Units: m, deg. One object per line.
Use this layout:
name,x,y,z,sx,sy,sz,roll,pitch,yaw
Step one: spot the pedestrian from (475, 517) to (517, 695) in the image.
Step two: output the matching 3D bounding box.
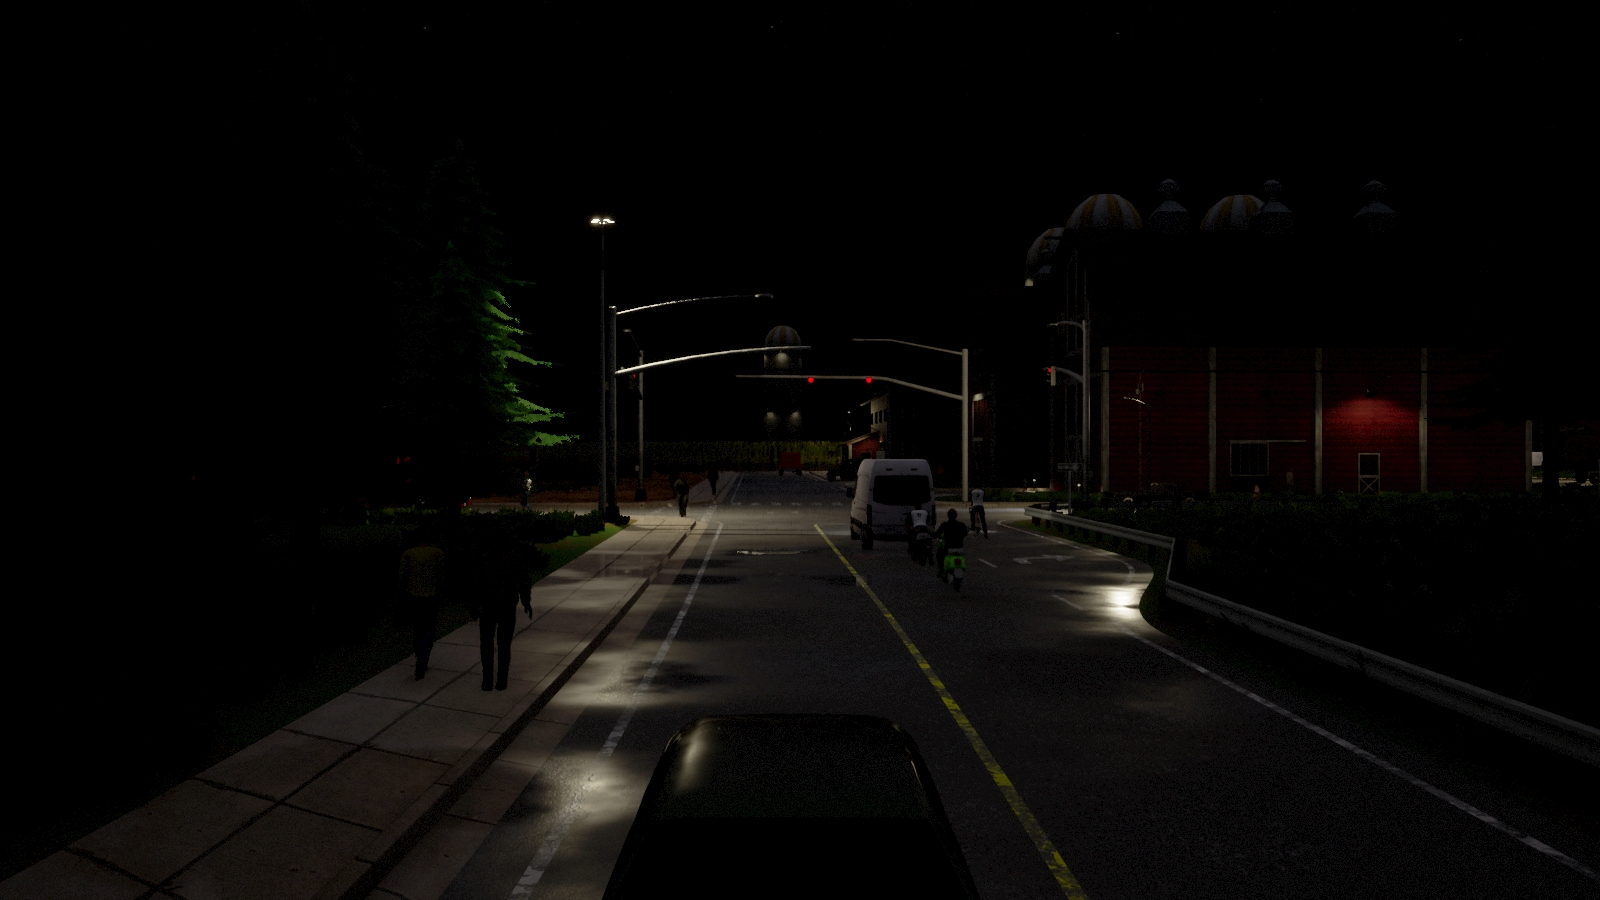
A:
pedestrian,-3.274,1.669,12.331,0.375,1.860,0.375,0,0,-5

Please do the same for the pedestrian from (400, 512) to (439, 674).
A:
pedestrian,-4.491,1.670,13.480,0.375,1.860,0.375,0,0,-8

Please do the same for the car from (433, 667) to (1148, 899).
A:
car,-0.032,1.973,4.130,1.851,1.617,3.988,0,0,0

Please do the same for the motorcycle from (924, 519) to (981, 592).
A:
motorcycle,3.071,2.115,23.172,0.856,1.316,1.805,0,0,-2

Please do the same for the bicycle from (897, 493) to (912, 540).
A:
bicycle,3.290,2.079,36.037,0.373,1.396,1.643,0,0,3

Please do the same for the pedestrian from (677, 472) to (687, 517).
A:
pedestrian,-4.882,1.840,47.354,0.375,1.860,0.375,0,0,-12

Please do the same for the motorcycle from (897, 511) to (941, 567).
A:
motorcycle,2.898,2.159,27.998,0.803,1.199,2.033,0,0,-2

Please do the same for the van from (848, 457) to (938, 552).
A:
van,2.659,1.508,34.092,1.988,2.561,5.915,0,0,-2
